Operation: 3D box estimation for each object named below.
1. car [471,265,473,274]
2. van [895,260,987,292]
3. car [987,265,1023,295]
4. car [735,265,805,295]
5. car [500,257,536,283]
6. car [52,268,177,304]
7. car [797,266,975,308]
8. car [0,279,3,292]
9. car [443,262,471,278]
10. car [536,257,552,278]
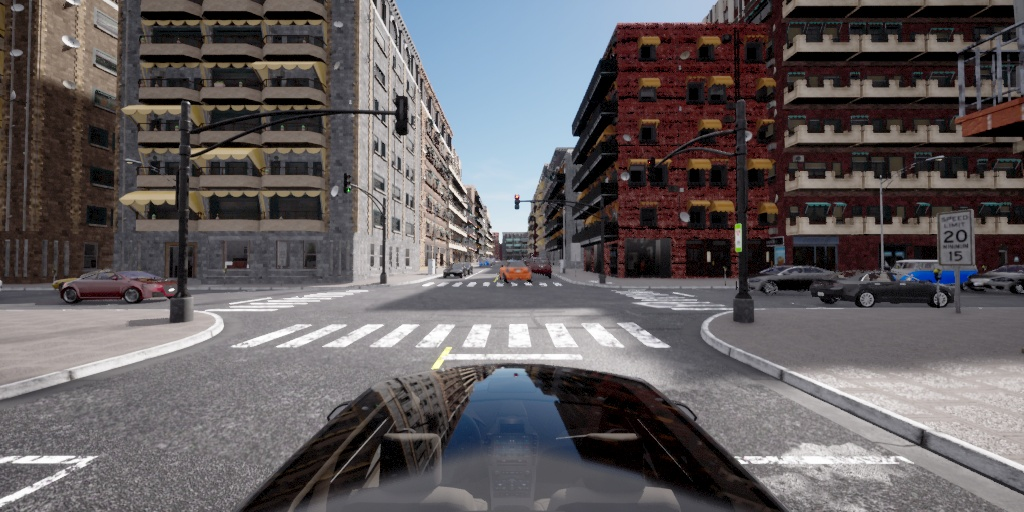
[{"bbox_3d":[-5.273,1.331,39.255,1.948,1.339,4.313,0,0,0],"label":"car"},{"bbox_3d":[24.925,1.115,21.265,3.998,1.789,1.690,0,0,0],"label":"van"},{"bbox_3d":[26.937,1.210,18.805,4.902,1.511,2.128,0,-1,0],"label":"car"},{"bbox_3d":[14.445,1.237,18.854,4.902,1.511,2.128,0,-1,0],"label":"car"},{"bbox_3d":[0.244,1.117,28.502,2.097,1.767,4.553,0,0,-7],"label":"car"},{"bbox_3d":[-17.192,1.339,16.014,4.181,1.385,1.994,0,-1,0],"label":"car"},{"bbox_3d":[13.758,1.185,13.425,4.403,1.370,2.007,0,0,0],"label":"car"},{"bbox_3d":[-26.680,1.027,16.055,5.566,2.045,2.150,0,-1,0],"label":"car"},{"bbox_3d":[-5.279,1.328,33.694,1.948,1.339,4.313,0,0,0],"label":"car"},{"bbox_3d":[2.602,1.076,33.731,2.192,1.841,5.009,0,0,0],"label":"car"}]
